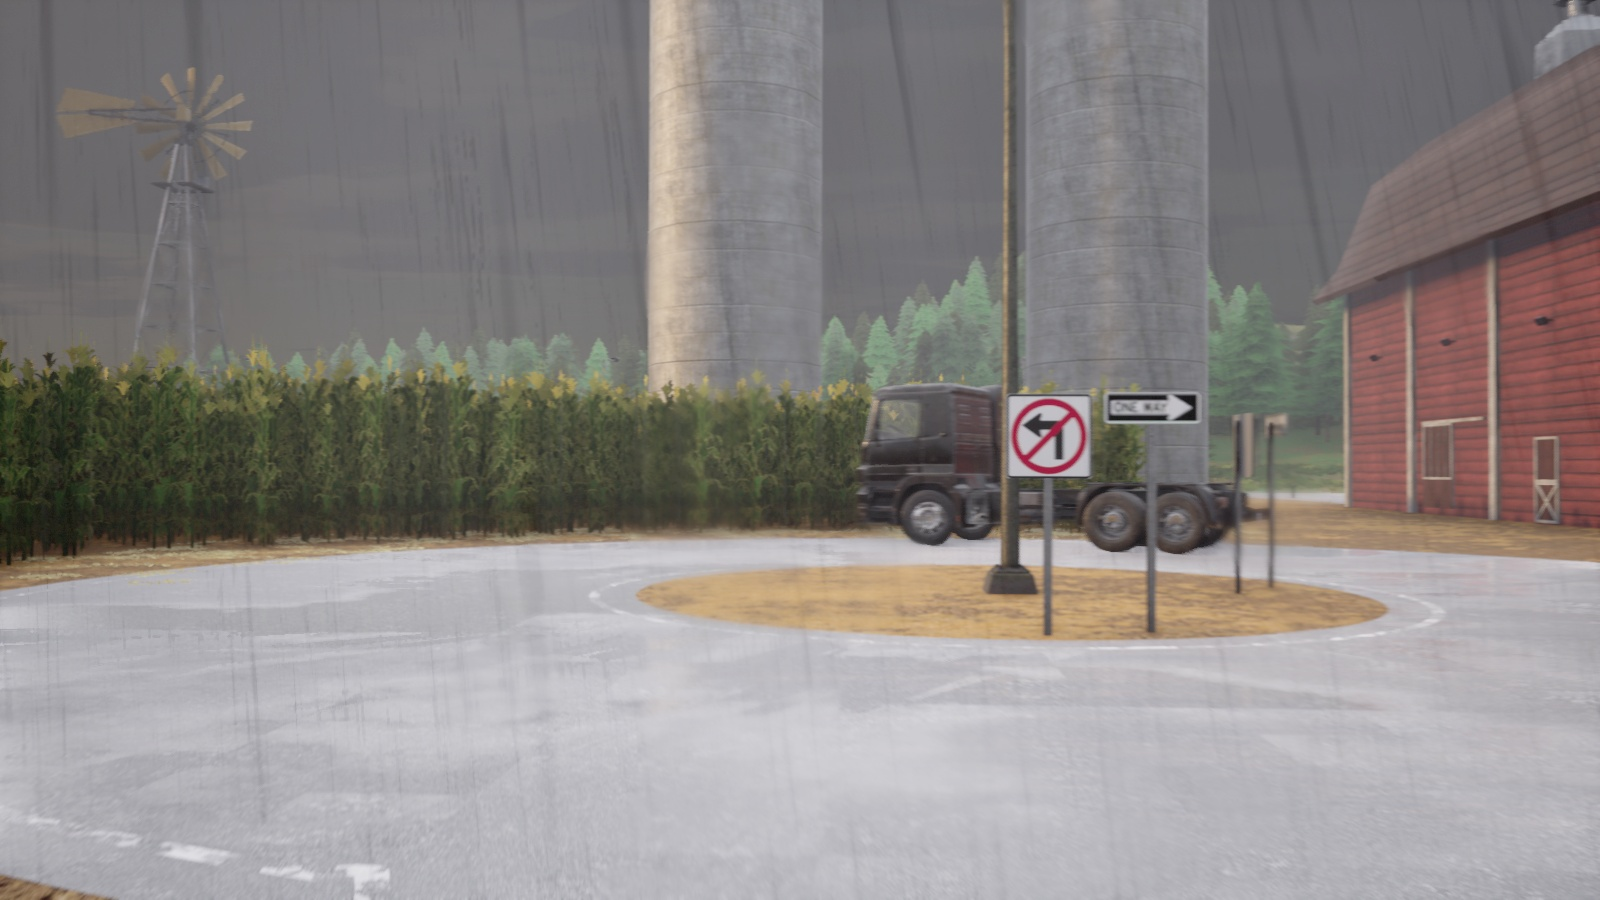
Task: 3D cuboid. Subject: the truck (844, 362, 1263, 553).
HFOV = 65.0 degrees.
[{"bbox_3d":[5.113,0.209,25.884,7.936,3.462,2.891,-1,-1,28],"label":"truck"}]
